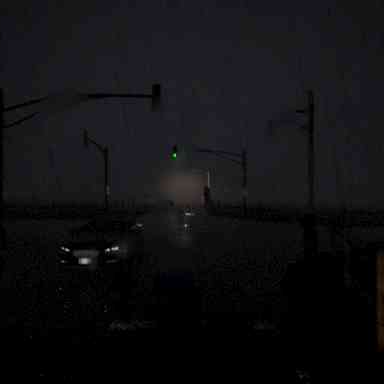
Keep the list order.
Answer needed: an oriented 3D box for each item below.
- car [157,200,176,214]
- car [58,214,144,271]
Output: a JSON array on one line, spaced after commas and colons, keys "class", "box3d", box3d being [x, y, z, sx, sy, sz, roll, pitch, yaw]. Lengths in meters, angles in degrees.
[{"class": "car", "box3d": [-2.804, 1.637, 37.184, 1.812, 1.442, 4.674, 0, 0, 0]}, {"class": "car", "box3d": [-2.761, 1.524, 11.021, 2.128, 1.511, 4.902, 0, 0, 0]}]
